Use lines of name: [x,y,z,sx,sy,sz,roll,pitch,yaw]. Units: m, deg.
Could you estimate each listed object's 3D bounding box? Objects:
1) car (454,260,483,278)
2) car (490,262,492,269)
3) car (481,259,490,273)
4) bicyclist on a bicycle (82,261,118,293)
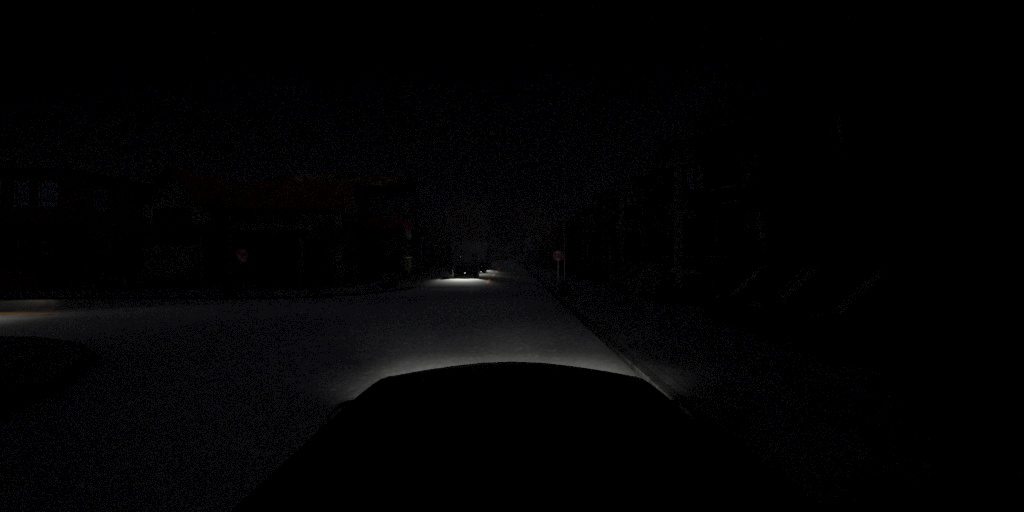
car: [-4.148,1.314,33.556,1.994,1.385,4.181,0,0,0]
car: [-4.129,1.241,54.308,2.128,1.511,4.902,0,0,0]
car: [-4.151,1.228,43.555,1.882,1.535,5.008,0,0,0]
bicyclist on a bicycle: [-21.604,1.099,18.823,0.582,1.620,1.656,0,0,0]
